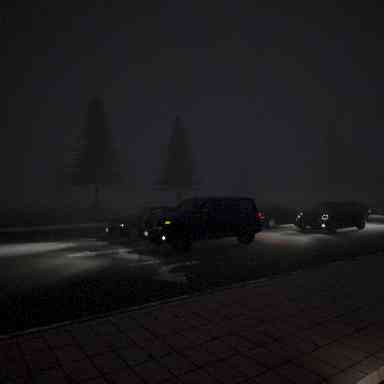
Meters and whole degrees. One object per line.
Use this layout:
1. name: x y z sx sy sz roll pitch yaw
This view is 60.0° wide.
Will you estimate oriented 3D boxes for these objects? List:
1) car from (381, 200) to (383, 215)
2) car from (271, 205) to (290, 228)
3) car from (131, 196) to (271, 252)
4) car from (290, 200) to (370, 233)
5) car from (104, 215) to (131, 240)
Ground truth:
1. car: 20.780 1.505 32.822 4.892 1.490 1.837 0 0 -35
2. car: 5.350 1.564 21.921 4.181 1.385 1.994 0 0 -36
3. car: 0.538 1.221 14.195 5.566 2.045 2.150 0 0 -34
4. car: 8.252 1.352 19.685 4.553 1.767 2.097 0 0 -35
5. car: -1.911 1.492 16.740 4.902 1.511 2.128 0 0 -35
